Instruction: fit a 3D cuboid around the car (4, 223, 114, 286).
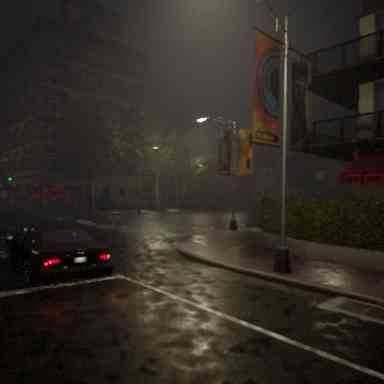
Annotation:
[{"bbox_3d":[-4.070,1.601,9.669,2.033,1.411,5.357,2,-1,-37],"label":"car"}]
